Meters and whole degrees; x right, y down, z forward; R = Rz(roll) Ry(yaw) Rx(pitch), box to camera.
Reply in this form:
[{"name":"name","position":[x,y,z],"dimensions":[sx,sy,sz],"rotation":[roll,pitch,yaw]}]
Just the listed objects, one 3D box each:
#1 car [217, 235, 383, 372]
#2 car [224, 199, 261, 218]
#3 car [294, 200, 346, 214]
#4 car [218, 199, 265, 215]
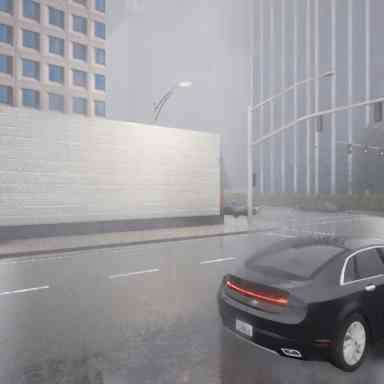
[{"name":"car","position":[2.655,1.505,5.692],"dimensions":[4.892,1.490,1.837],"rotation":[0,0,-35]},{"name":"car","position":[3.600,1.603,31.571],"dimensions":[2.033,1.411,5.357],"rotation":[0,0,-36]},{"name":"car","position":[13.657,1.603,35.906],"dimensions":[2.033,1.411,5.357],"rotation":[0,0,-36]},{"name":"car","position":[5.163,1.547,35.403],"dimensions":[2.128,1.511,4.902],"rotation":[0,0,-36]}]
